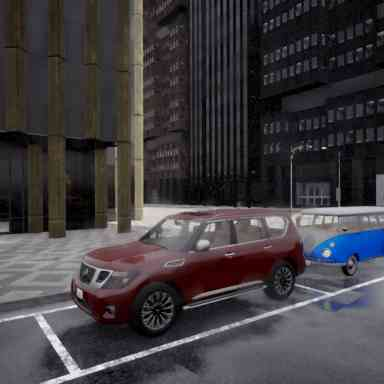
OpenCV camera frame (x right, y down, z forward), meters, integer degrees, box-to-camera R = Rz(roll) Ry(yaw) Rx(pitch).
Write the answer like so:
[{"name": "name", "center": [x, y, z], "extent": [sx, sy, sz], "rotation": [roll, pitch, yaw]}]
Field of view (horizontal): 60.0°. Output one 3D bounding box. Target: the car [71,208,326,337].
[{"name": "car", "center": [0.233, 1.315, 6.825], "extent": [5.009, 1.841, 2.192], "rotation": [0, 0, -36]}]

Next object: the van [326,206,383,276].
[{"name": "van", "center": [4.730, 1.341, 10.036], "extent": [3.998, 1.788, 1.690], "rotation": [0, 0, -36]}]
